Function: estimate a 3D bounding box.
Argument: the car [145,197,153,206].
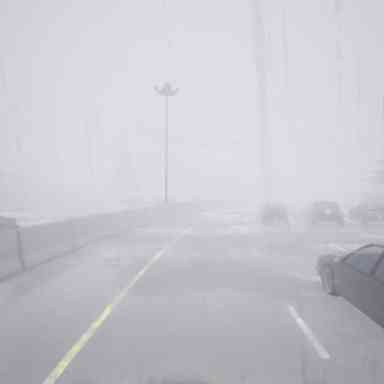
[{"bbox_3d":[-6.346,1.535,57.646,1.882,1.535,5.008,0,0,22],"label":"car"}]

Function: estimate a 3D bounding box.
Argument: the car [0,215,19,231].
[{"bbox_3d":[-9.786,1.535,14.338,2.033,1.411,5.357,0,0,6],"label":"car"}]

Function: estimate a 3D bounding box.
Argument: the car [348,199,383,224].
[{"bbox_3d":[13.266,1.569,25.046,2.128,1.511,4.902,0,0,11],"label":"car"}]

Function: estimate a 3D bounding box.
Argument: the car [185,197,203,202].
[{"bbox_3d":[0.399,1.581,55.676,1.837,1.490,4.892,0,0,22],"label":"car"}]

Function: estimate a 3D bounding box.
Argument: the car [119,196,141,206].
[{"bbox_3d":[-10.538,1.520,56.523,1.882,1.535,5.008,0,0,21],"label":"car"}]

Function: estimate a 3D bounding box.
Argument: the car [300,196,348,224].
[{"bbox_3d":[9.645,1.418,24.745,2.097,1.767,4.553,0,0,10],"label":"car"}]

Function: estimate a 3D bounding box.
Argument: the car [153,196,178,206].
[{"bbox_3d":[-4.029,1.661,53.981,1.895,1.301,4.718,0,0,21],"label":"car"}]

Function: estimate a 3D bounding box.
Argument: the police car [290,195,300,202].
[{"bbox_3d":[26.229,1.625,83.139,1.930,1.638,5.238,0,0,36],"label":"police car"}]

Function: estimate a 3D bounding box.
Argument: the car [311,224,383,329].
[{"bbox_3d":[3.794,1.568,5.614,2.033,1.411,5.357,0,0,3],"label":"car"}]

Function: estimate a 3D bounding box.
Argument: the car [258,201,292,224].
[{"bbox_3d":[6.129,1.559,25.032,1.837,1.490,4.892,0,0,10],"label":"car"}]
